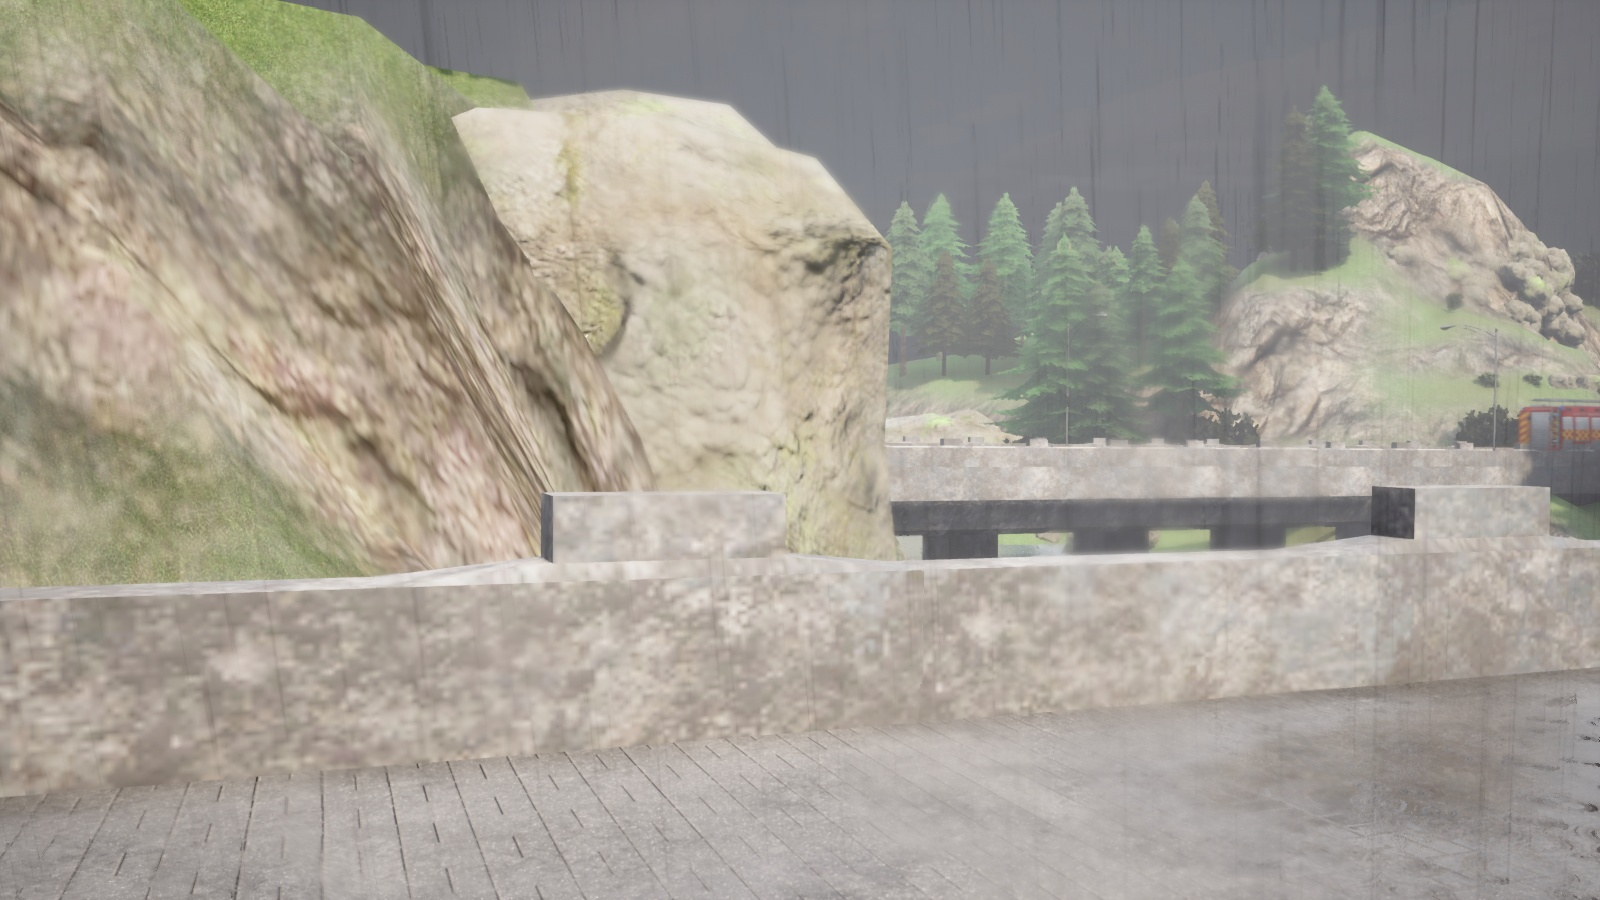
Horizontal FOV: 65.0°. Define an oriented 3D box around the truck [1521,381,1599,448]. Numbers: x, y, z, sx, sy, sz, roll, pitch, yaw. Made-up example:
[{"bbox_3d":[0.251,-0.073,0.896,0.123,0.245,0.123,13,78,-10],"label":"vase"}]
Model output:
[{"bbox_3d":[47.266,-2.093,74.700,8.468,3.827,2.891,-1,1,-21],"label":"truck"}]
